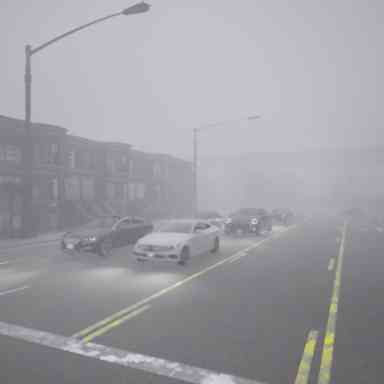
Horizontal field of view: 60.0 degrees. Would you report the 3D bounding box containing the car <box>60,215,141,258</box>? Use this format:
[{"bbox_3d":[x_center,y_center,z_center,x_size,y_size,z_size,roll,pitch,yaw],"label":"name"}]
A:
[{"bbox_3d":[-3.425,1.776,14.427,2.128,1.511,4.902,-1,-1,25],"label":"car"}]

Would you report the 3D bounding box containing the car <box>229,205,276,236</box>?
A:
[{"bbox_3d":[3.712,1.741,21.335,2.097,1.767,4.553,-1,-1,25],"label":"car"}]

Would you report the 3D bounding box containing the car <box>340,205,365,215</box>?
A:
[{"bbox_3d":[20.814,2.343,43.471,1.895,1.301,4.718,0,-1,10],"label":"car"}]

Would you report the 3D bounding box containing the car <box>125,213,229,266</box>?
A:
[{"bbox_3d":[-0.332,1.770,12.805,1.812,1.442,4.674,-1,-1,25],"label":"car"}]

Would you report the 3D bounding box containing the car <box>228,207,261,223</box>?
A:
[{"bbox_3d":[5.201,2.194,32.628,1.895,1.301,4.718,-1,-1,26],"label":"car"}]

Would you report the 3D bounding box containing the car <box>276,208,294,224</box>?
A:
[{"bbox_3d":[7.994,2.143,30.353,1.895,1.301,4.718,-1,-1,26],"label":"car"}]

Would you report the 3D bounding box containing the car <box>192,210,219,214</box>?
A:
[{"bbox_3d":[0.769,1.983,23.307,2.033,1.411,5.357,-1,-1,25],"label":"car"}]
